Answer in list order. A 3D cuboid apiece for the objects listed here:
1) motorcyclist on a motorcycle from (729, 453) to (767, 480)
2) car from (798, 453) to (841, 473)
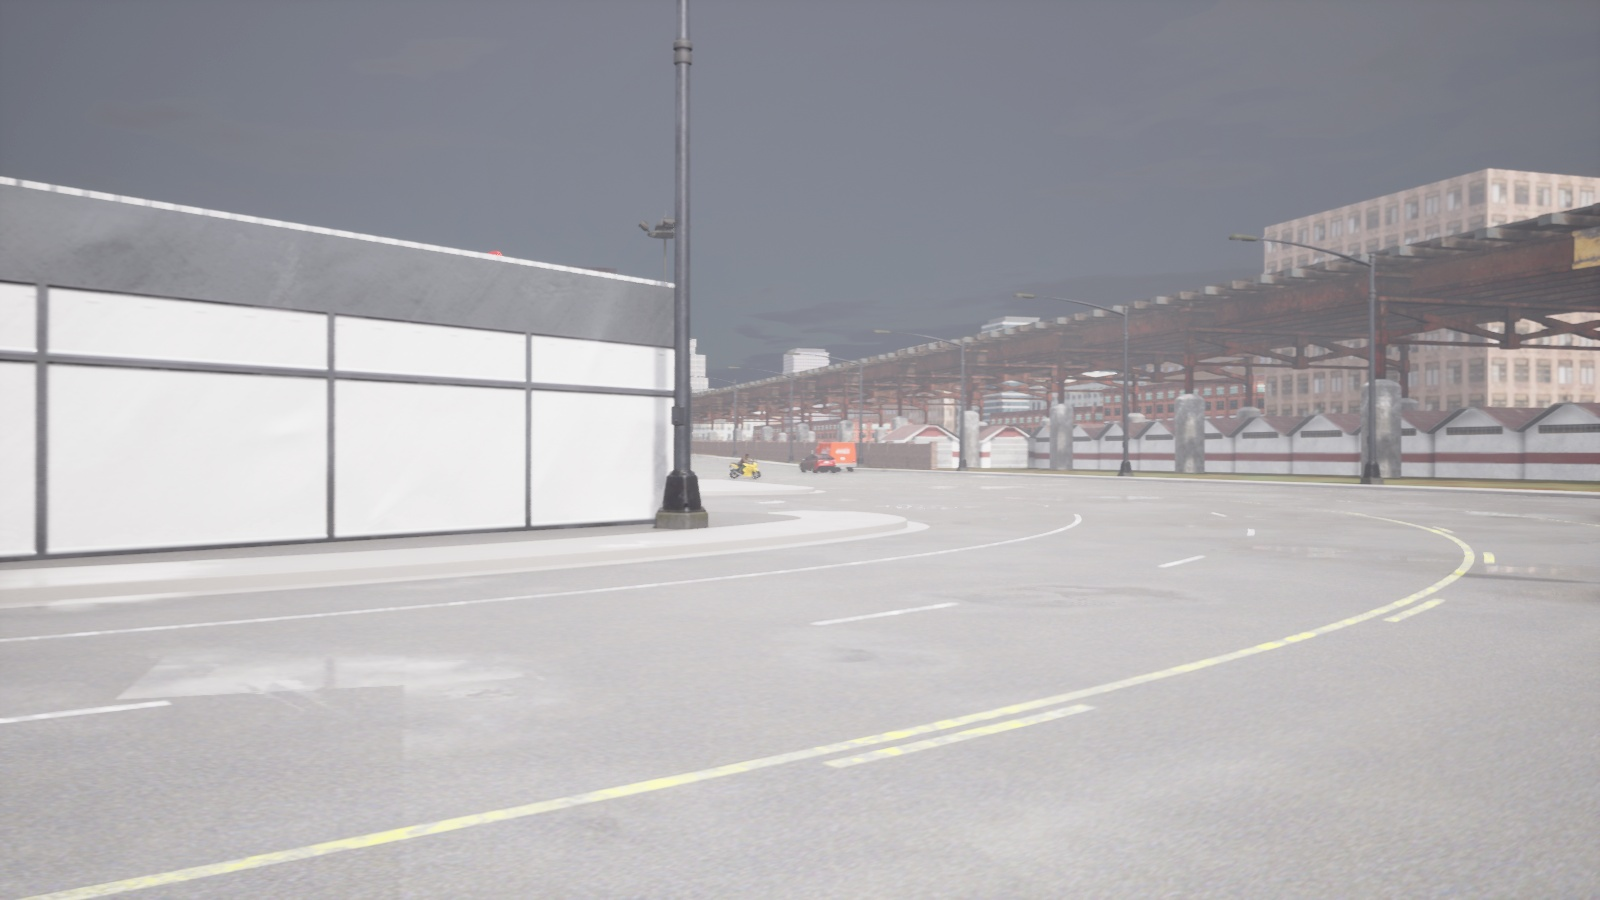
[{"bbox_3d":[-3.039,0.972,73.426,2.044,1.523,0.797,0,4,21],"label":"motorcyclist on a motorcycle"},{"bbox_3d":[1.499,1.006,98.716,2.007,1.525,4.514,0,0,-17],"label":"car"}]
